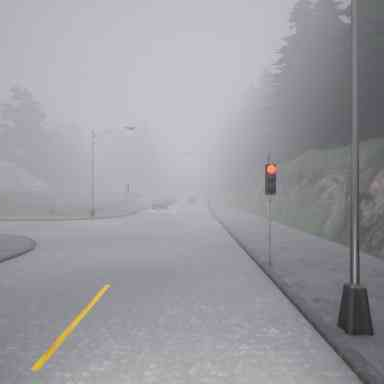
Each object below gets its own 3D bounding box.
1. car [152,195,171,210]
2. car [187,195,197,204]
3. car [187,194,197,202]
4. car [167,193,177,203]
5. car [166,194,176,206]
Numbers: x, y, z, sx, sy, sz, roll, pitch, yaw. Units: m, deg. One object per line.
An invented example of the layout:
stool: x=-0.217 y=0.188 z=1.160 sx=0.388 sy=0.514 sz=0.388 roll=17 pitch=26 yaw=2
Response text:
car: x=-4.115 y=1.526 z=43.455 sx=1.812 sy=1.442 sz=4.674 roll=0 pitch=0 yaw=0
car: x=0.056 y=1.478 z=63.492 sx=1.882 sy=1.535 sz=5.008 roll=0 pitch=0 yaw=0
car: x=-0.049 y=1.355 z=73.585 sx=2.097 sy=1.767 sz=4.553 roll=0 pitch=0 yaw=0
car: x=-4.086 y=1.221 z=64.426 sx=2.150 sy=2.045 sz=5.566 roll=0 pitch=0 yaw=0
car: x=-4.128 y=1.478 z=53.746 sx=1.882 sy=1.535 sz=5.008 roll=0 pitch=0 yaw=0
